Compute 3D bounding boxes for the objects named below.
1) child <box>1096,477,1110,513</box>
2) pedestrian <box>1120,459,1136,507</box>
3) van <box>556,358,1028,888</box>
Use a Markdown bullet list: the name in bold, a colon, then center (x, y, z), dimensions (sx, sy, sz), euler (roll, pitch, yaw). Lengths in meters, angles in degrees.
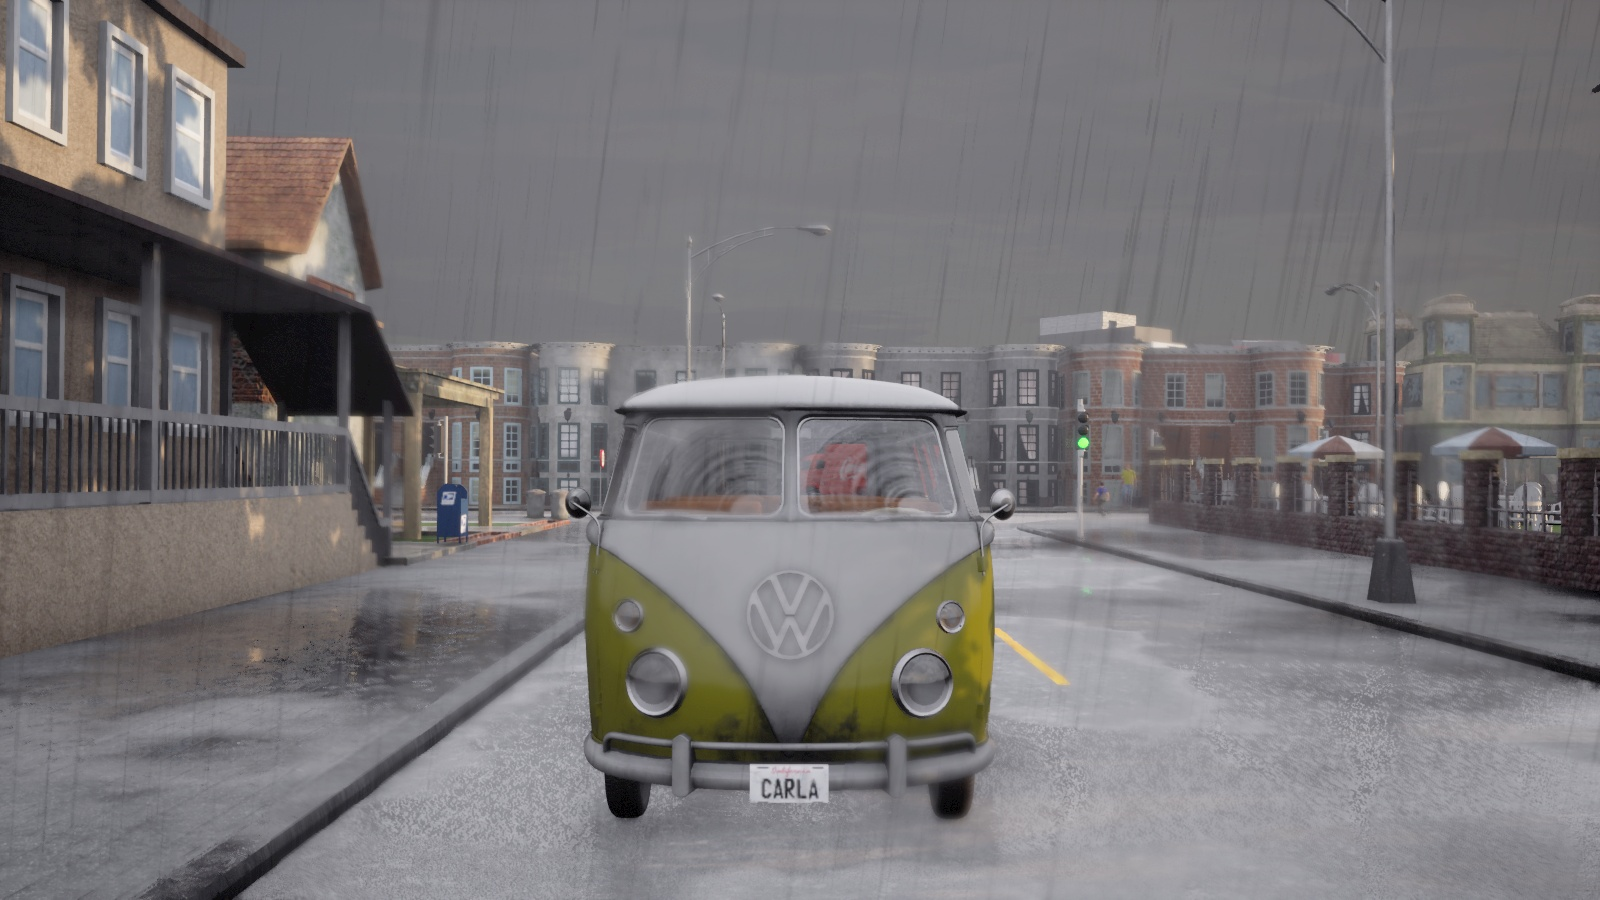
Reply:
- **child**: center (10.699, 1.588, 44.319), dimensions (0.270, 1.263, 0.437), euler (0, -1, -22)
- **pedestrian**: center (12.675, 1.286, 48.513), dimensions (0.354, 1.836, 0.706), euler (-1, -1, 33)
- **van**: center (-0.043, 0.684, 6.958), dimensions (1.775, 1.987, 4.442), euler (0, -1, 0)
